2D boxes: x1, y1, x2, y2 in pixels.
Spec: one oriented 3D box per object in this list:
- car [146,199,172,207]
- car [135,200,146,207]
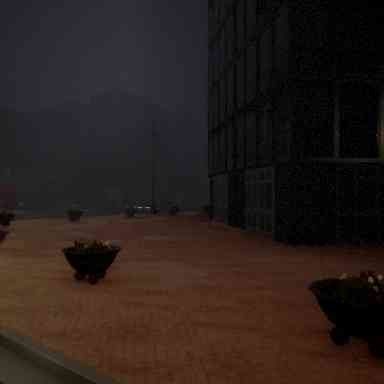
[{"bbox_3d":[-5.797,2.148,62.128,1.837,1.490,4.892,0,-1,35],"label":"car"},{"bbox_3d":[-8.663,2.197,64.137,2.033,1.411,5.357,0,-1,35],"label":"car"}]
